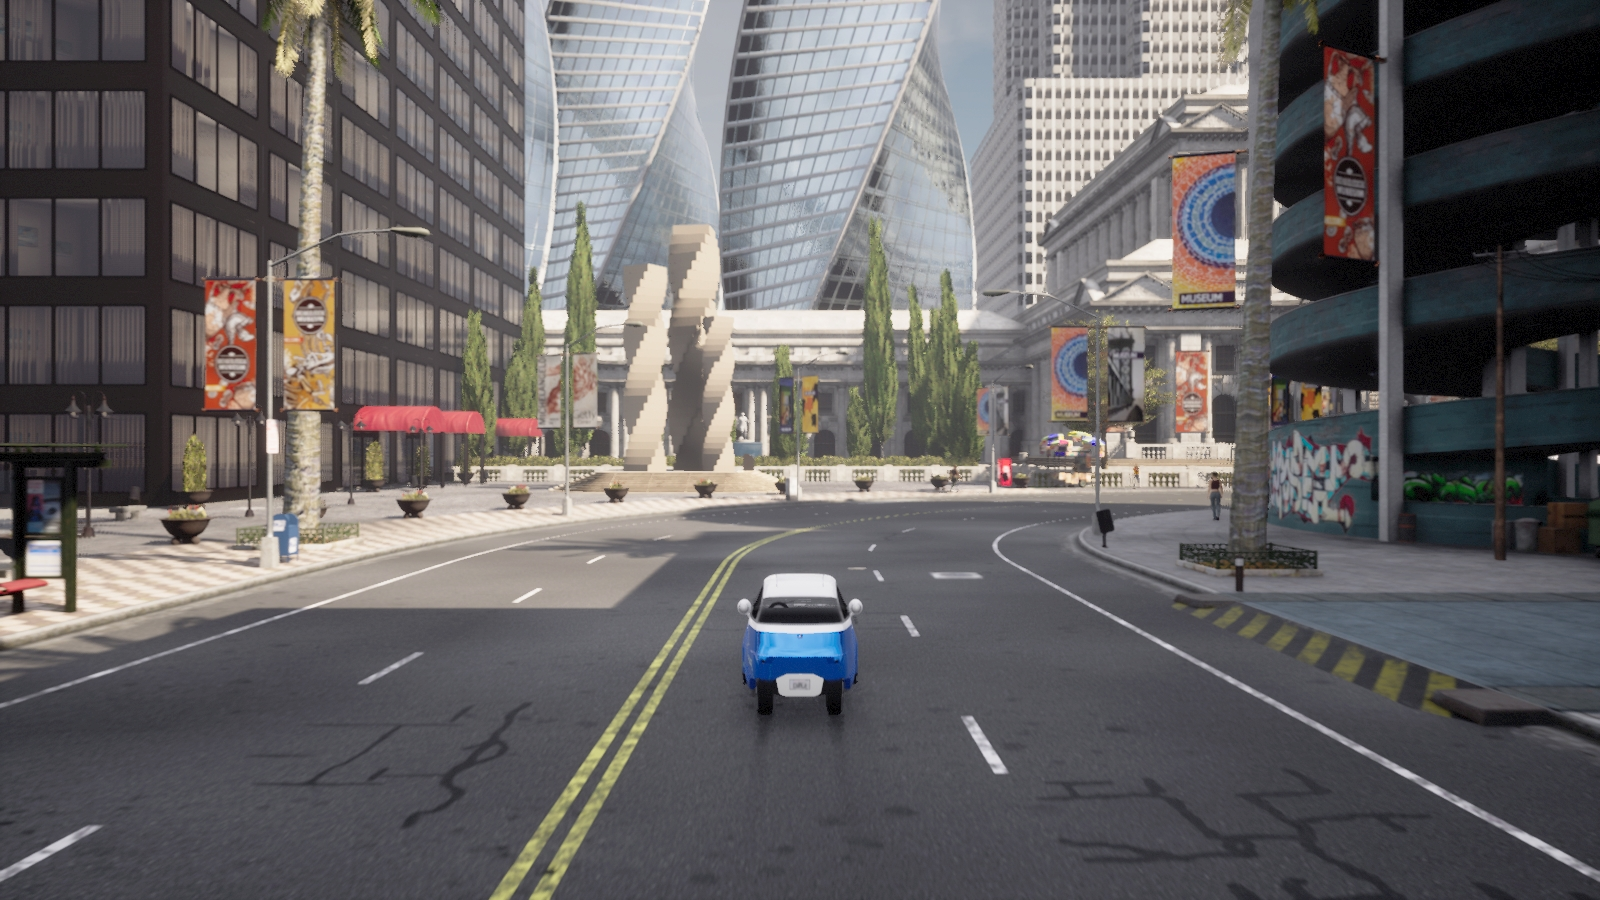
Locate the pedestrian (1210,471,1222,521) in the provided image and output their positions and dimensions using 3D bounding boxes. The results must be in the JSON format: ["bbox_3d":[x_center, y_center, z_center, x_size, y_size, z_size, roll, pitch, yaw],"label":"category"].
[{"bbox_3d":[15.354,1.696,42.208,0.375,1.860,0.375,0,0,13],"label":"pedestrian"}]

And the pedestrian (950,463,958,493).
[{"bbox_3d":[9.380,1.696,69.618,0.375,1.860,0.375,0,0,-40],"label":"pedestrian"}]

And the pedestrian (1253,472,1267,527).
[{"bbox_3d":[15.838,1.696,39.343,0.375,1.860,0.375,0,0,5],"label":"pedestrian"}]

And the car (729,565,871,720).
[{"bbox_3d":[0.000,2.120,13.021,1.481,1.376,2.207,0,0,0],"label":"car"}]
